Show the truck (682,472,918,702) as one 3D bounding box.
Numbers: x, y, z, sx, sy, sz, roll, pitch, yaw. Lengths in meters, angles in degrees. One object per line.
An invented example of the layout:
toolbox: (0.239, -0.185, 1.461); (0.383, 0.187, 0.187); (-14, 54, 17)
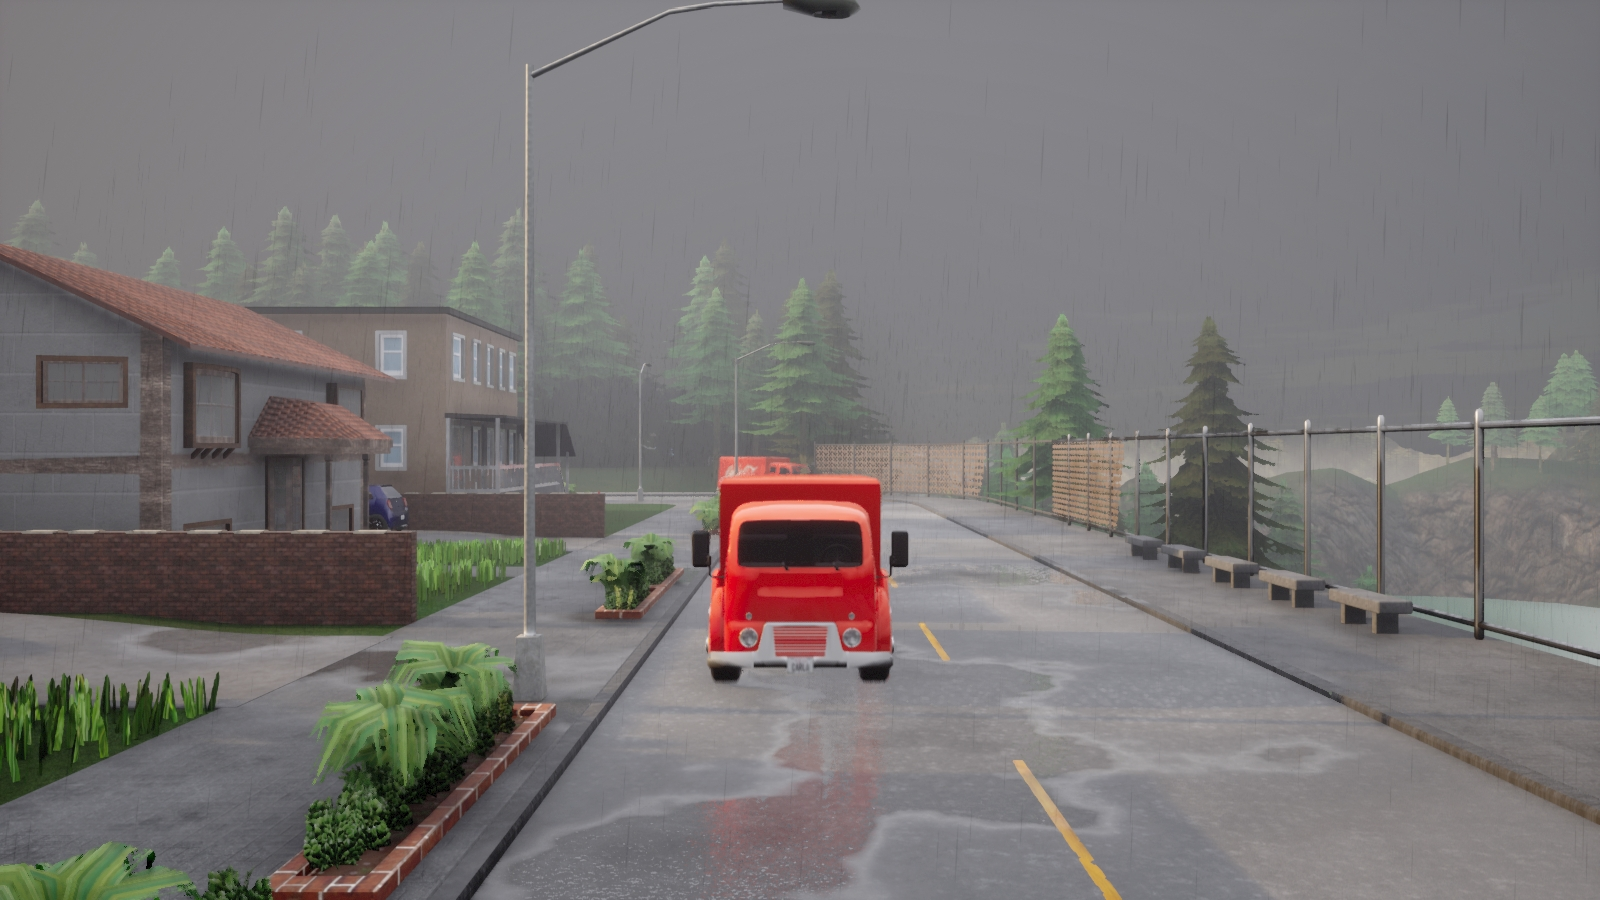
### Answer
truck: (0.000, 1.578, 15.327); (2.627, 2.467, 5.204); (0, 0, 0)

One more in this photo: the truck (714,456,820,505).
truck: (-1.826, 1.599, 61.767); (5.204, 2.467, 2.627); (1, -1, 39)
